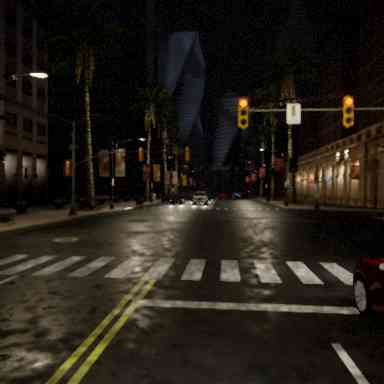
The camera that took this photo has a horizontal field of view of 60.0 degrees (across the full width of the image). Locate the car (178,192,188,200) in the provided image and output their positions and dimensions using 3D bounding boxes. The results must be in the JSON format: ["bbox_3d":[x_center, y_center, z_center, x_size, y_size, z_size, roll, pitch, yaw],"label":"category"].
[{"bbox_3d":[-2.231,0.946,83.718,2.185,1.767,4.553,0,0,5],"label":"car"}]

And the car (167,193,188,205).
[{"bbox_3d":[-2.237,1.249,51.833,1.837,1.490,4.892,0,0,6],"label":"car"}]

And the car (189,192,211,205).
[{"bbox_3d":[1.299,0.973,52.029,2.150,2.045,5.566,0,1,6],"label":"car"}]

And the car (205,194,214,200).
[{"bbox_3d":[4.299,1.118,82.638,1.994,1.385,4.181,0,0,5],"label":"car"}]

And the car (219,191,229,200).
[{"bbox_3d":[7.567,0.863,79.766,2.150,2.045,5.566,0,0,5],"label":"car"}]

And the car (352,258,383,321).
[{"bbox_3d":[3.809,1.467,4.337,1.882,1.535,5.008,0,0,5],"label":"car"}]

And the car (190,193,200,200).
[{"bbox_3d":[0.789,1.086,82.671,2.128,1.511,4.902,0,0,5],"label":"car"}]

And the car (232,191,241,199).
[{"bbox_3d":[11.940,0.820,89.841,2.150,2.045,5.566,0,0,5],"label":"car"}]

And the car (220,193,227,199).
[{"bbox_3d":[8.449,1.084,90.110,1.837,1.490,4.892,0,0,5],"label":"car"}]

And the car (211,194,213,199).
[{"bbox_3d":[2.865,1.181,67.599,1.837,1.490,4.892,0,2,6],"label":"car"}]

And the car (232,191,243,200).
[{"bbox_3d":[11.081,1.171,79.798,2.128,1.511,4.902,0,0,5],"label":"car"}]

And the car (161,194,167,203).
[{"bbox_3d":[-4.404,1.203,61.895,2.161,1.482,4.786,0,0,5],"label":"car"}]
